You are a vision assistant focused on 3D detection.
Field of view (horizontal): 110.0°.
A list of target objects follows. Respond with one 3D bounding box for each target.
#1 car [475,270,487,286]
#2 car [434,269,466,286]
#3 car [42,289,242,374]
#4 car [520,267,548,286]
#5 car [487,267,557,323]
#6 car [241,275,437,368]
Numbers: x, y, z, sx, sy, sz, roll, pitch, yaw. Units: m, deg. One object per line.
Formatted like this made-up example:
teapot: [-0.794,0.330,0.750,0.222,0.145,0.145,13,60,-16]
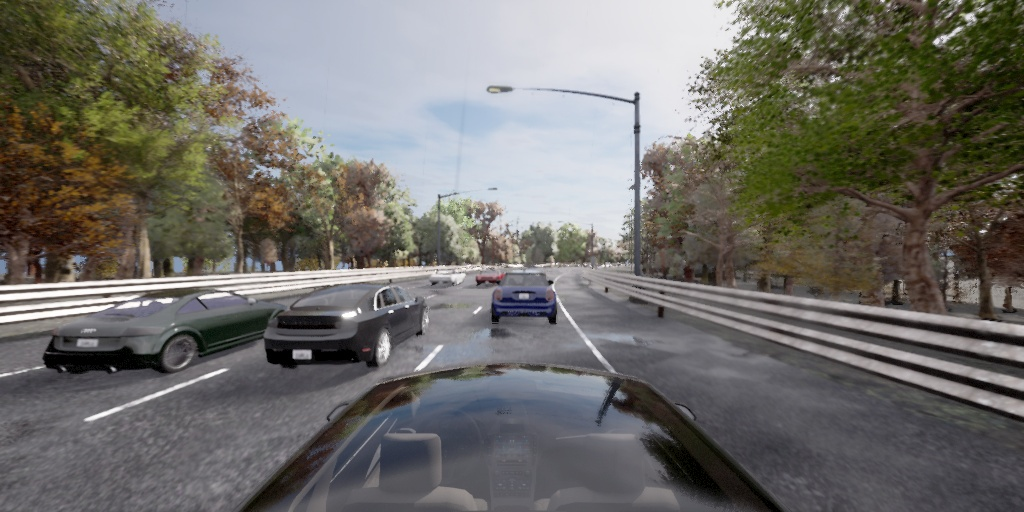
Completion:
car: [-1.672,1.787,29.962,1.895,1.301,4.718,0,-1,7]
car: [-5.214,1.766,29.756,1.895,1.301,4.718,0,-1,6]
car: [-6.749,1.393,7.751,1.994,1.385,4.181,0,-1,1]
car: [2.033,1.718,31.346,2.128,1.511,4.902,0,-1,7]
car: [0.462,1.283,13.080,2.097,1.767,4.553,0,-1,3]
car: [-3.246,1.348,8.081,1.837,1.490,4.892,0,-1,2]
